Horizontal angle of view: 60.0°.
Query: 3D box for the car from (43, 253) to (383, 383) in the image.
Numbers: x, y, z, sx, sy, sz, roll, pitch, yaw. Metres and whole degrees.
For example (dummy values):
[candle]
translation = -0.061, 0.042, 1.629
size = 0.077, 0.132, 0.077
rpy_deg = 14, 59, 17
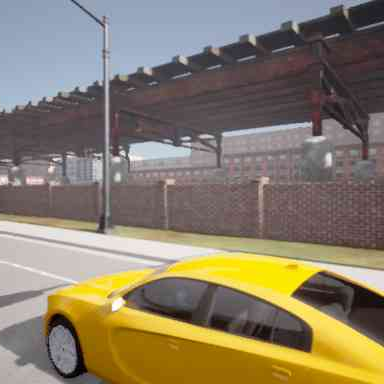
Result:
[car]
translation = 0.310, 1.463, 3.752
size = 5.008, 1.535, 1.882
rpy_deg = 1, 0, 36
